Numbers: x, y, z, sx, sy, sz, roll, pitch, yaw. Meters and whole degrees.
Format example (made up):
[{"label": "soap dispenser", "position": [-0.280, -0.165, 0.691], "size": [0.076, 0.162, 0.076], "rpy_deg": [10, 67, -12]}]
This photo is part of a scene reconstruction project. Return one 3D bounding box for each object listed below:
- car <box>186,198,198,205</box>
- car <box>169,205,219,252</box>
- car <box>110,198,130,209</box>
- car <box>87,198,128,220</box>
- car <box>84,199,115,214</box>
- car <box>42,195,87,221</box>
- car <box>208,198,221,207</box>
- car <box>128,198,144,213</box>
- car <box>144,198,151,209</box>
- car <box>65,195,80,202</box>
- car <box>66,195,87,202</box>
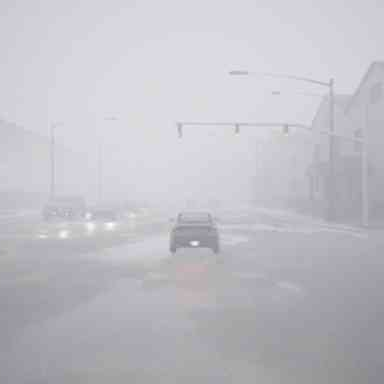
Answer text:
[{"label": "car", "position": [-0.002, 1.648, 52.465], "size": [2.033, 1.411, 5.357], "rpy_deg": [0, 0, 0]}, {"label": "car", "position": [0.101, 1.535, 14.063], "size": [1.837, 1.490, 4.892], "rpy_deg": [0, 0, 0]}, {"label": "car", "position": [-10.535, 1.599, 48.701], "size": [1.837, 1.490, 4.892], "rpy_deg": [0, 0, 0]}, {"label": "car", "position": [-7.100, 1.533, 28.478], "size": [1.882, 1.535, 5.008], "rpy_deg": [0, 0, 0]}, {"label": "car", "position": [-10.589, 1.622, 38.509], "size": [2.033, 1.411, 5.357], "rpy_deg": [0, 0, 0]}, {"label": "car", "position": [-10.601, 1.277, 28.263], "size": [2.150, 2.045, 5.566], "rpy_deg": [0, 0, 0]}, {"label": "car", "position": [3.497, 1.646, 52.465], "size": [2.033, 1.411, 5.357], "rpy_deg": [0, 0, 0]}, {"label": "car", "position": [-7.091, 1.578, 37.933], "size": [1.837, 1.490, 4.892], "rpy_deg": [0, 0, 0]}, {"label": "car", "position": [-7.041, 1.641, 48.343], "size": [2.033, 1.411, 5.357], "rpy_deg": [0, 0, 1]}, {"label": "car", "position": [-28.183, 1.604, 78.186], "size": [2.038, 1.542, 4.974], "rpy_deg": [0, 0, -36]}, {"label": "car", "position": [-28.973, 1.615, 83.553], "size": [2.038, 1.542, 4.974], "rpy_deg": [0, 0, 29]}]
